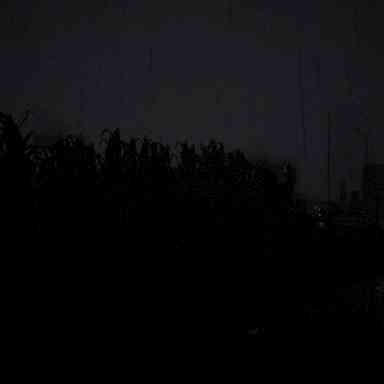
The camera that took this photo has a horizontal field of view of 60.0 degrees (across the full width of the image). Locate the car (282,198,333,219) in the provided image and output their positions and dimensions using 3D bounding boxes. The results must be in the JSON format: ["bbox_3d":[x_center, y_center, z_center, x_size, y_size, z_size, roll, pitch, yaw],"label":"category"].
[{"bbox_3d":[9.017,1.291,27.049,2.097,1.767,4.553,0,0,-36],"label":"car"}]
